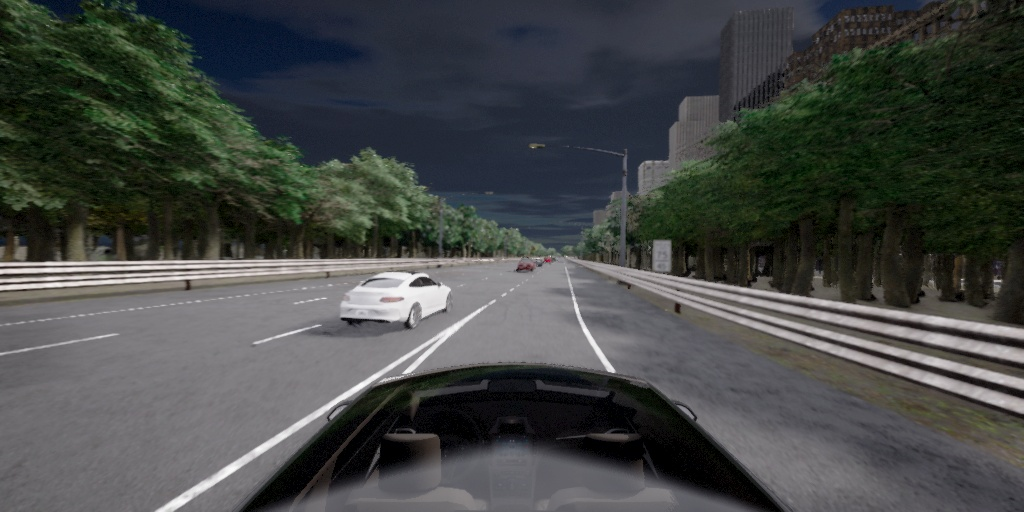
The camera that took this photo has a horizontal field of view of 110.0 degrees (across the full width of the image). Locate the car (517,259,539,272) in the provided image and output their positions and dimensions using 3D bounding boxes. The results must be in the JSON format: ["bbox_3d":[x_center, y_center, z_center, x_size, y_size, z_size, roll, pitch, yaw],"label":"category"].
[{"bbox_3d":[1.962,1.127,47.509,2.097,1.767,4.553,1,0,8],"label":"car"}]

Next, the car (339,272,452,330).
[{"bbox_3d":[-3.237,1.191,10.799,1.812,1.442,4.674,1,0,8],"label":"car"}]
